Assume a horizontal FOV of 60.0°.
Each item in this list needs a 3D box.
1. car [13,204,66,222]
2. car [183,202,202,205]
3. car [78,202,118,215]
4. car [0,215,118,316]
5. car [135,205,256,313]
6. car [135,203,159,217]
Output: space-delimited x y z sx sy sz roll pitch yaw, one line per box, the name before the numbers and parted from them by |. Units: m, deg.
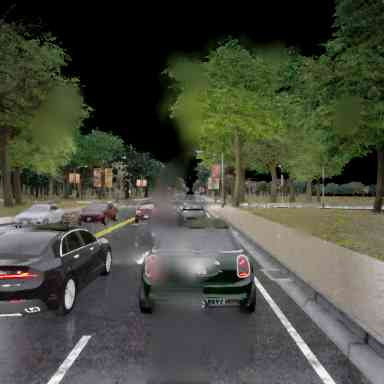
car | -9.886 1.531 22.000 1.812 1.442 4.674 0 0 0
car | 0.057 1.499 24.216 2.128 1.511 4.902 0 0 0
car | -6.639 1.485 23.911 1.882 1.535 5.008 0 0 0
car | -3.162 1.505 7.545 1.837 1.490 4.892 0 0 0
car | 0.089 1.352 7.818 2.097 1.767 4.553 0 0 0
car | -3.192 1.535 25.435 1.812 1.442 4.674 0 0 0
